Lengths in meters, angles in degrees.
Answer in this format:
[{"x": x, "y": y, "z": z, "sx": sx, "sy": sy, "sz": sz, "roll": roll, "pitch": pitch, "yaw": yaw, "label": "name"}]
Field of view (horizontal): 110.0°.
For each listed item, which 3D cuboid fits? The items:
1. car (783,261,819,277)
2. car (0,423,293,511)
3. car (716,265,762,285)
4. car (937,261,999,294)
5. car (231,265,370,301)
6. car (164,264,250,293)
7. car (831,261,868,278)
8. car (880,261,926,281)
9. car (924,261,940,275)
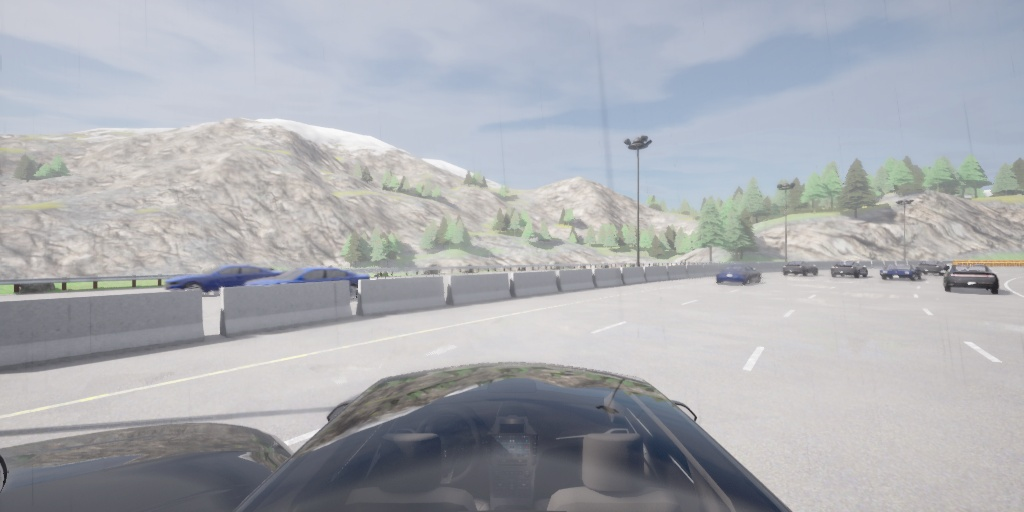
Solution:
[{"x": 28.881, "y": 1.241, "z": 35.861, "sx": 4.902, "sy": 1.511, "sz": 2.128, "roll": 0, "pitch": 0, "yaw": -35, "label": "car"}, {"x": -2.982, "y": 1.255, "z": 0.515, "sx": 4.892, "sy": 1.490, "sz": 1.837, "roll": 0, "pitch": 0, "yaw": -45, "label": "car"}, {"x": 16.575, "y": 1.313, "z": 26.135, "sx": 4.181, "sy": 1.385, "sz": 1.994, "roll": 0, "pitch": 0, "yaw": -41, "label": "car"}, {"x": 26.215, "y": 1.242, "z": 20.570, "sx": 4.902, "sy": 1.511, "sz": 2.128, "roll": 0, "pitch": 0, "yaw": -40, "label": "car"}, {"x": -8.692, "y": 1.227, "z": 15.517, "sx": 1.882, "sy": 1.535, "sz": 5.008, "roll": 0, "pitch": 0, "yaw": 40, "label": "car"}, {"x": -14.918, "y": 1.227, "z": 18.952, "sx": 1.882, "sy": 1.535, "sz": 5.008, "roll": 0, "pitch": 0, "yaw": 39, "label": "car"}, {"x": 31.368, "y": 1.241, "z": 33.332, "sx": 4.902, "sy": 1.511, "sz": 2.128, "roll": 0, "pitch": 0, "yaw": -35, "label": "car"}, {"x": 32.302, "y": 1.351, "z": 29.723, "sx": 4.718, "sy": 1.301, "sz": 1.895, "roll": 0, "pitch": 0, "yaw": -35, "label": "car"}, {"x": 43.305, "y": 1.241, "z": 36.857, "sx": 4.902, "sy": 1.511, "sz": 2.128, "roll": 0, "pitch": 0, "yaw": -31, "label": "car"}]
